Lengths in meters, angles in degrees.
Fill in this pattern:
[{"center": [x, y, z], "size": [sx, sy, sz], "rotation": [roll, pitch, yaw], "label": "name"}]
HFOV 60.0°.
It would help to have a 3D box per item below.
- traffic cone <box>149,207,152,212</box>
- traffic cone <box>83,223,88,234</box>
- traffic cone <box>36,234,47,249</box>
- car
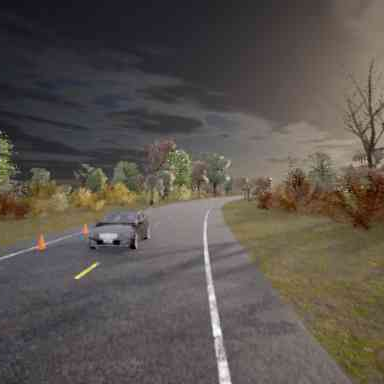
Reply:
[{"center": [-4.816, 2.059, 38.609], "size": [0.340, 0.580, 0.340], "rotation": [0, 0, 4], "label": "traffic cone"}, {"center": [-5.941, 2.000, 18.515], "size": [0.340, 0.580, 0.340], "rotation": [0, 0, 2], "label": "traffic cone"}, {"center": [-6.096, 1.984, 13.486], "size": [0.340, 0.580, 0.340], "rotation": [0, 0, 1], "label": "traffic cone"}, {"center": [-2.994, 1.533, 14.578], "size": [2.128, 1.511, 4.902], "rotation": [0, 0, 2], "label": "car"}]
